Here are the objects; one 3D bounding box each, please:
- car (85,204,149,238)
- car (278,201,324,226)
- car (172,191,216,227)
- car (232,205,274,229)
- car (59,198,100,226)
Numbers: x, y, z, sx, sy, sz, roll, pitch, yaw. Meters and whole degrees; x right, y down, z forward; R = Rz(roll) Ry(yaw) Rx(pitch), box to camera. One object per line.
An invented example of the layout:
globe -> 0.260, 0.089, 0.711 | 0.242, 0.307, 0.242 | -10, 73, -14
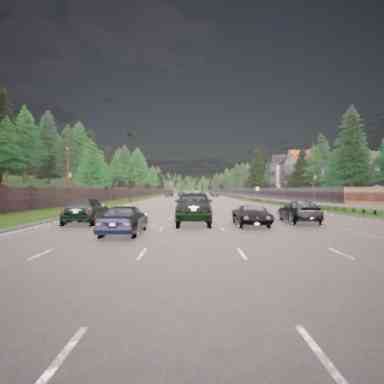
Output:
car -> -3.403, 1.425, 16.713 | 2.033, 1.411, 5.357 | 0, 0, 0
car -> 7.096, 1.329, 22.077 | 2.128, 1.511, 4.902 | 0, 0, 0
car -> 0.096, 1.065, 21.247 | 2.150, 2.045, 5.566 | 0, 0, 0
car -> 3.597, 1.450, 20.577 | 1.895, 1.301, 4.718 | 0, 0, 0
car -> -6.904, 1.192, 21.817 | 2.097, 1.767, 4.553 | 0, 0, 0
